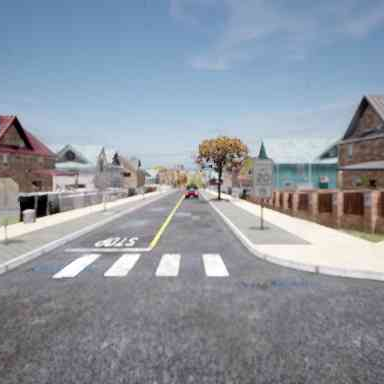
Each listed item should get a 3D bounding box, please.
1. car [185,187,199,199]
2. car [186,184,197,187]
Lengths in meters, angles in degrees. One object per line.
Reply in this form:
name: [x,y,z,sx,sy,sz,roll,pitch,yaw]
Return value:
car: [-0.030,0.272,46.871,1.895,1.301,4.718,0,1,0]
car: [-0.038,-0.347,56.879,2.150,2.045,5.566,0,1,0]
